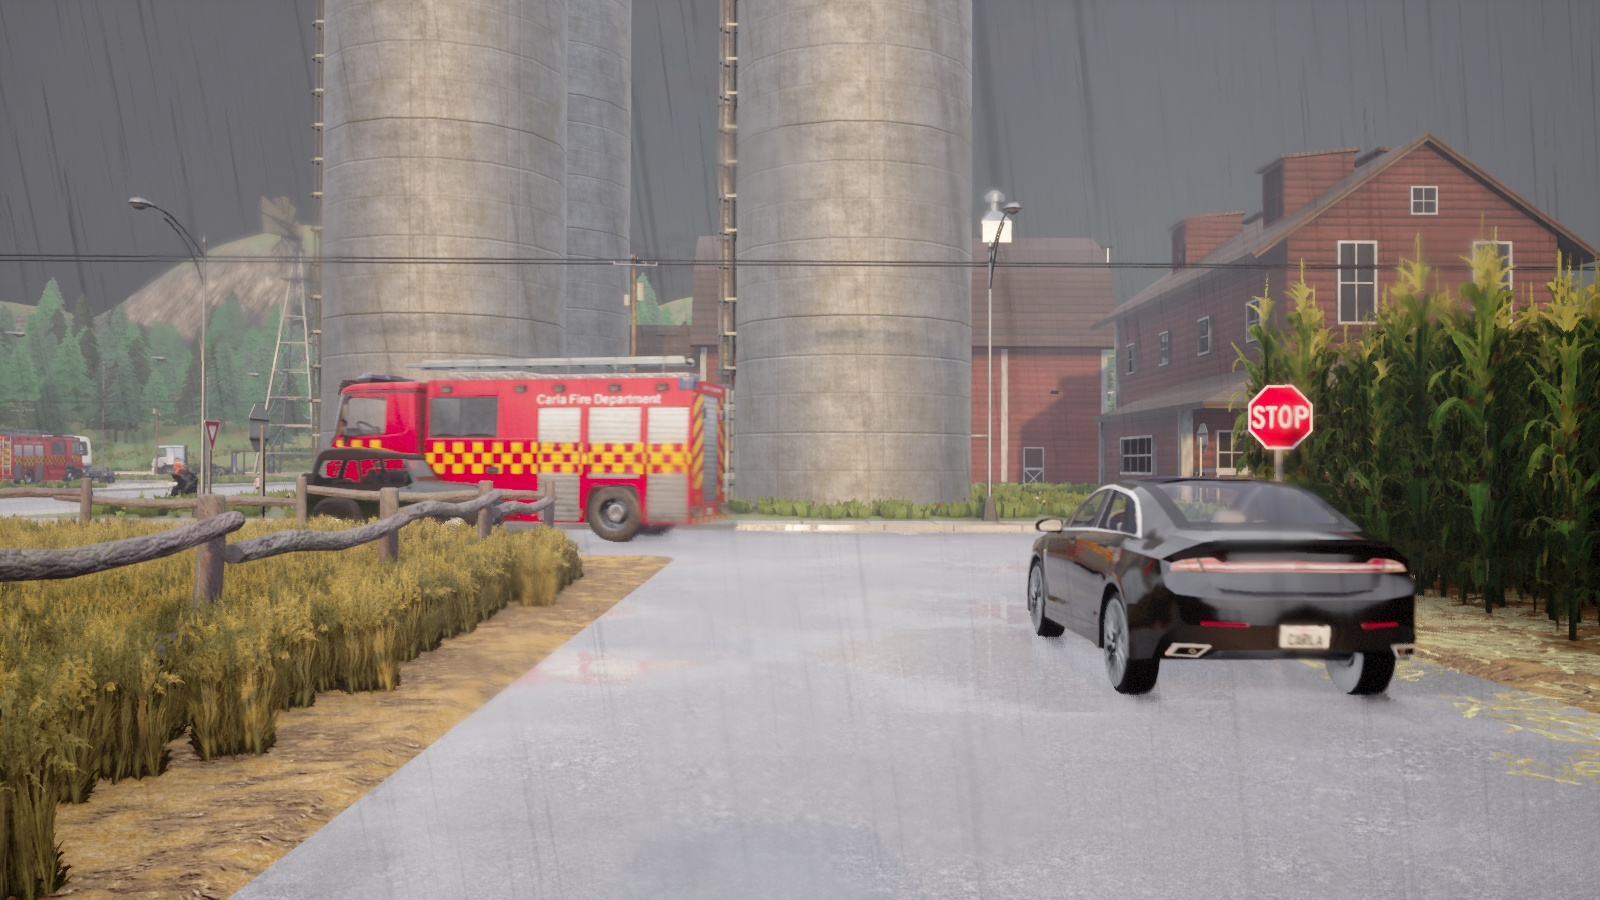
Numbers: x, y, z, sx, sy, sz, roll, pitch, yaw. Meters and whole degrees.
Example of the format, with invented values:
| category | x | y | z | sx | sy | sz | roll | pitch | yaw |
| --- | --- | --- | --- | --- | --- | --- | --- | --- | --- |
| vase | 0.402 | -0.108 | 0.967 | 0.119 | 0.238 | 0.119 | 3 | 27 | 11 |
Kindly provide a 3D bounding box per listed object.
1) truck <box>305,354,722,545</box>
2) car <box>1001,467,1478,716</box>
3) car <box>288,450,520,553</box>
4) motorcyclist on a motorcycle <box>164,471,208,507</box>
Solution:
| category | x | y | z | sx | sy | sz | roll | pitch | yaw |
| --- | --- | --- | --- | --- | --- | --- | --- | --- | --- |
| truck | -6.177 | 0.037 | 27.454 | 8.468 | 3.827 | 2.891 | 0 | -1 | 12 |
| car | 3.087 | 0.902 | 10.159 | 2.128 | 1.511 | 4.902 | 0 | -1 | 0 |
| car | -7.542 | 0.963 | 24.210 | 3.866 | 1.878 | 1.905 | 0 | -1 | 0 |
| motorcyclist on a motorcycle | -26.170 | 1.647 | 53.570 | 0.866 | 1.530 | 2.191 | 0 | -1 | -1 |
